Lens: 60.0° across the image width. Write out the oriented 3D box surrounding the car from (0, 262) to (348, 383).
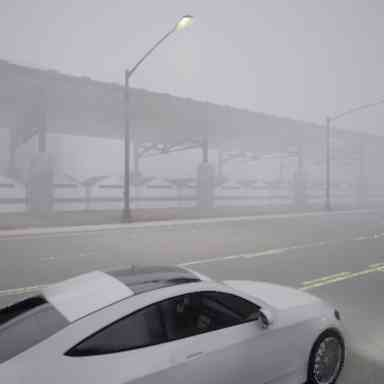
[{"bbox_3d":[-0.249,1.527,3.579,4.674,1.442,1.812,0,0,-35],"label":"car"}]
